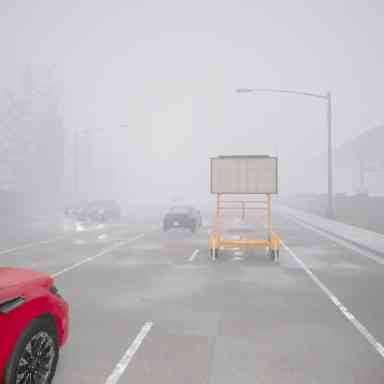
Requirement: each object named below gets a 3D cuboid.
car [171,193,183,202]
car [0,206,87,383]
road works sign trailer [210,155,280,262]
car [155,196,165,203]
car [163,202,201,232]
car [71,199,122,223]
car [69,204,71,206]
[{"bbox_3d":[-3.039,1.298,66.474,2.150,2.045,5.566,0,-1,-1],"label":"car"},{"bbox_3d":[-2.878,1.217,1.859,2.150,2.045,5.566,0,-1,7],"label":"car"},{"bbox_3d":[1.883,0.470,12.180,2.380,3.560,2.880,0,0,7],"label":"road works sign trailer"},{"bbox_3d":[-6.729,1.620,70.710,1.882,1.535,5.008,0,-1,-3],"label":"car"},{"bbox_3d":[-0.524,1.534,20.102,1.812,1.442,4.674,0,0,7],"label":"car"},{"bbox_3d":[-7.055,1.361,25.742,2.097,1.767,4.553,0,0,7],"label":"car"},{"bbox_3d":[-9.964,1.502,30.562,2.128,1.511,4.902,0,0,7],"label":"car"}]
